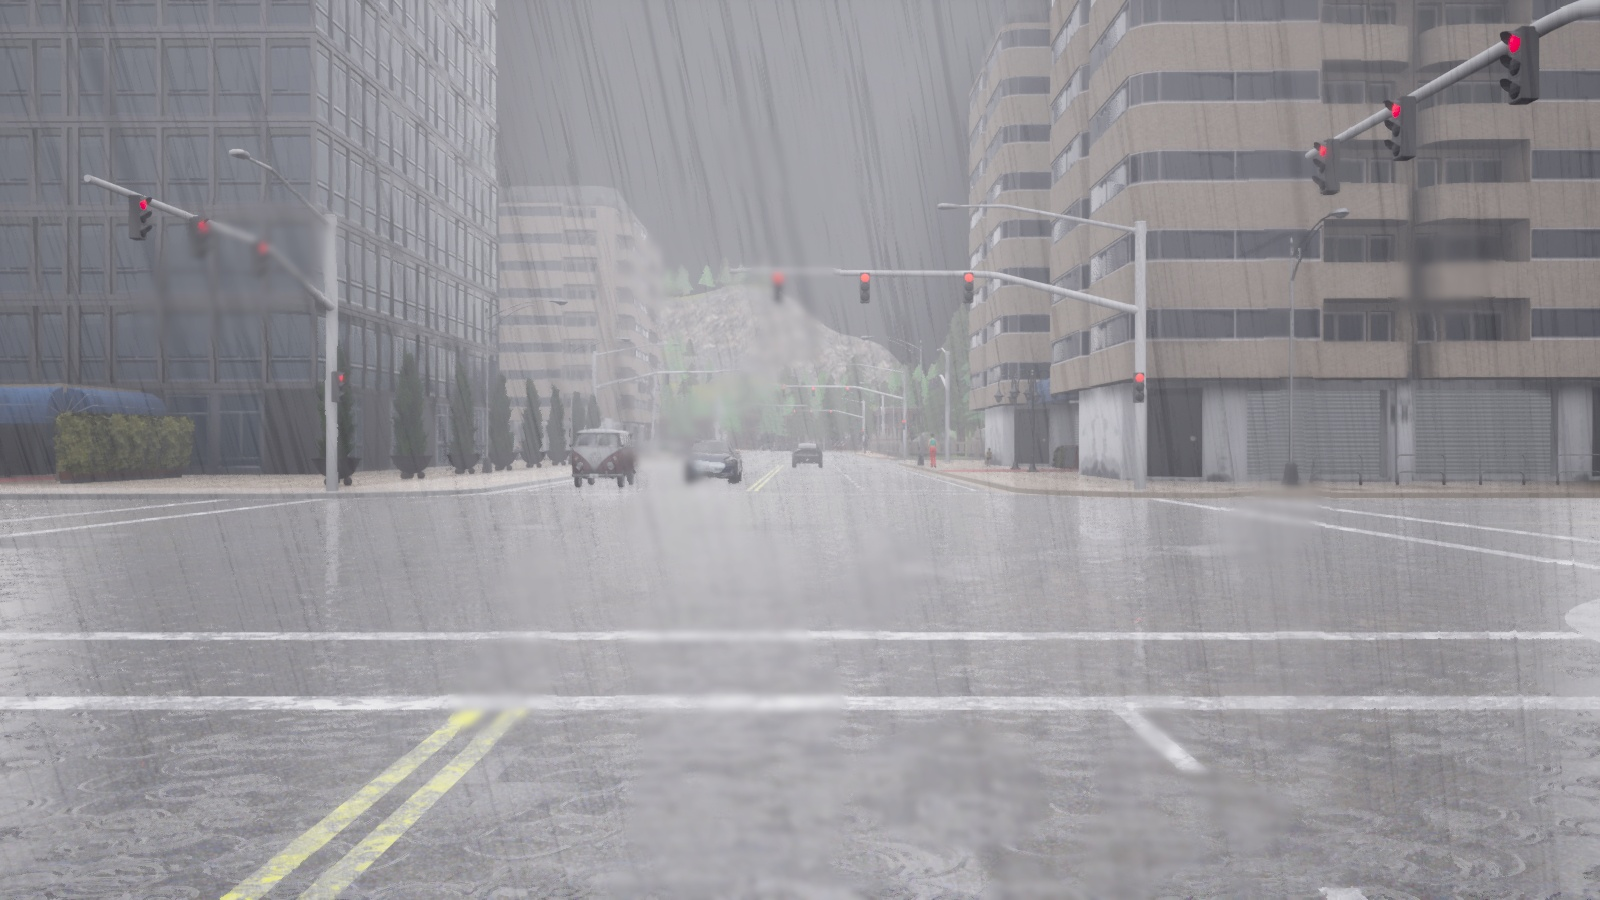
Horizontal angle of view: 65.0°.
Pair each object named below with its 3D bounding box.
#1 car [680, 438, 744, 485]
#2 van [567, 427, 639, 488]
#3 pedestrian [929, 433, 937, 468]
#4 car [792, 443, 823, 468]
[{"bbox_3d":[-3.216,0.410,47.004,2.033,1.649,4.856,0,0,0],"label":"car"},{"bbox_3d":[-6.736,0.251,43.435,1.775,1.987,4.442,0,0,0],"label":"van"},{"bbox_3d":[7.153,0.024,67.630,0.345,1.836,0.594,0,0,-1],"label":"pedestrian"},{"bbox_3d":[0.453,0.319,76.675,1.837,1.490,4.892,0,0,0],"label":"car"}]
